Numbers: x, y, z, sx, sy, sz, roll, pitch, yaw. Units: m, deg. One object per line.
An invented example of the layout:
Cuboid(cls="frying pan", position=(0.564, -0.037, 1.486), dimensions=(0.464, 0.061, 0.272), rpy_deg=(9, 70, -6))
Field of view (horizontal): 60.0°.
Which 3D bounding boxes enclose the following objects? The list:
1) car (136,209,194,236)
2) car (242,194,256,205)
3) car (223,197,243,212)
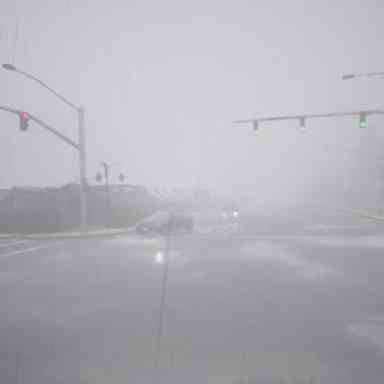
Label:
Cuboid(cls="car", position=(-1.503, 1.803, 20.530), dimensions=(1.812, 1.442, 4.674), rpy_deg=(-2, -1, 29))
Cuboid(cls="car", position=(11.229, 1.540, 68.223), dimensions=(2.150, 2.045, 5.566), rpy_deg=(-2, -1, 14))
Cuboid(cls="car", position=(5.349, 1.863, 45.197), dimensions=(1.837, 1.490, 4.892), rpy_deg=(-2, -1, 14))
